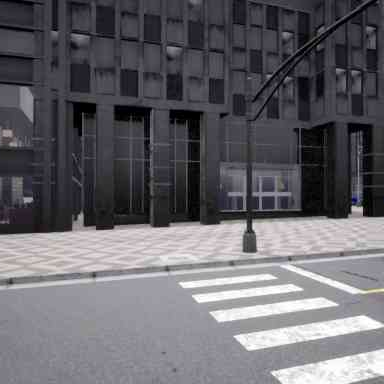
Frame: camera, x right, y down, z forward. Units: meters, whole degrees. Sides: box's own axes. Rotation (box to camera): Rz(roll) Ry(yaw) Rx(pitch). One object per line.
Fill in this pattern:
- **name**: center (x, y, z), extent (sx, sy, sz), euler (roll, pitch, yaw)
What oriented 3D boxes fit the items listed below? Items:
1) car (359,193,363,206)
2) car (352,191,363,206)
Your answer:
- **car**: center (22.333, 1.171, 38.636), extent (1.837, 1.490, 4.892), euler (0, 0, -17)
- **car**: center (23.212, 0.964, 46.890), extent (2.150, 2.045, 5.566), euler (0, -1, -17)
